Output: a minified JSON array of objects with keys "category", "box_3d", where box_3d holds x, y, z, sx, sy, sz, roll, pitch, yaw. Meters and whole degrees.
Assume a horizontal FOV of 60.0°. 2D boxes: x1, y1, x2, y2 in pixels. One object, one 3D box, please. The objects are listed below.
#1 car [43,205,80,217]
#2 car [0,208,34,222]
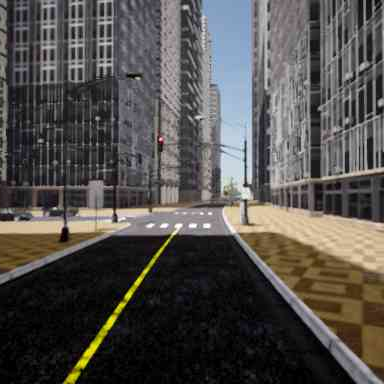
[{"category":"car","box_3d":[-15.703,2.299,39.899,4.403,1.369,2.008,-1,0,11]},{"category":"car","box_3d":[-17.303,2.165,31.675,4.403,1.369,2.008,-1,0,11]}]
